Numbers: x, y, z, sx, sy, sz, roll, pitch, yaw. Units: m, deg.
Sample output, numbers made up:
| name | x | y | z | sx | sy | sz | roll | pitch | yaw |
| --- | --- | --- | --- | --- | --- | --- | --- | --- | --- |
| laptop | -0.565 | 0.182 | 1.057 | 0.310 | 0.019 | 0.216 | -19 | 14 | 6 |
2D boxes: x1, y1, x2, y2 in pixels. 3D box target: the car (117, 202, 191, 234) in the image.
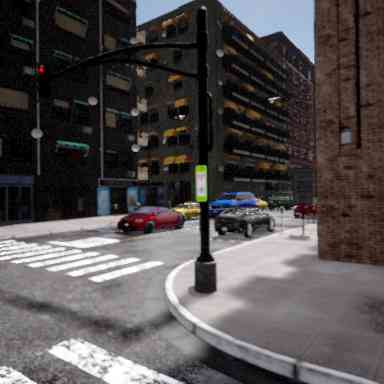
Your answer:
| name | x | y | z | sx | sy | sz | roll | pitch | yaw |
| --- | --- | --- | --- | --- | --- | --- | --- | --- | --- |
| car | -2.284 | 1.524 | 19.123 | 1.994 | 1.385 | 4.181 | -1 | 0 | 36 |

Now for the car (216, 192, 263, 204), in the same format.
| name | x | y | z | sx | sy | sz | roll | pitch | yaw |
| --- | --- | --- | --- | --- | --- | --- | --- | --- | --- |
| car | 3.294 | 1.053 | 26.768 | 2.150 | 2.045 | 5.566 | -1 | 0 | 36 |

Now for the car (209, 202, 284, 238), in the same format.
| name | x | y | z | sx | sy | sz | roll | pitch | yaw |
| --- | --- | --- | --- | --- | --- | --- | --- | --- | --- |
| car | 2.741 | 1.416 | 16.807 | 2.008 | 1.369 | 4.403 | 0 | 1 | 36 |

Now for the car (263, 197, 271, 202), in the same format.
| name | x | y | z | sx | sy | sz | roll | pitch | yaw |
| --- | --- | --- | --- | --- | --- | --- | --- | --- | --- |
| car | 6.292 | 1.281 | 35.031 | 1.752 | 1.417 | 4.829 | 0 | 1 | 36 |

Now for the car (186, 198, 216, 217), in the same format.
| name | x | y | z | sx | sy | sz | roll | pitch | yaw |
| --- | --- | --- | --- | --- | --- | --- | --- | --- | --- |
| car | -0.396 | 1.433 | 25.872 | 1.752 | 1.417 | 4.829 | 0 | 1 | 36 |

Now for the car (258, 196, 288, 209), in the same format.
| name | x | y | z | sx | sy | sz | roll | pitch | yaw |
| --- | --- | --- | --- | --- | --- | --- | --- | --- | --- |
| car | 9.737 | 1.243 | 39.749 | 1.947 | 1.339 | 4.313 | 0 | 1 | 36 |

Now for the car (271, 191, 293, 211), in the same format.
| name | x | y | z | sx | sy | sz | roll | pitch | yaw |
| --- | --- | --- | --- | --- | --- | --- | --- | --- | --- |
| car | 10.124 | 0.899 | 36.106 | 2.150 | 2.045 | 5.566 | -1 | 0 | 36 |

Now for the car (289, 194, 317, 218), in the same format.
| name | x | y | z | sx | sy | sz | roll | pitch | yaw |
| --- | --- | --- | --- | --- | --- | --- | --- | --- | --- |
| car | 9.428 | 1.153 | 25.965 | 1.967 | 1.590 | 4.097 | 0 | 1 | 36 |
